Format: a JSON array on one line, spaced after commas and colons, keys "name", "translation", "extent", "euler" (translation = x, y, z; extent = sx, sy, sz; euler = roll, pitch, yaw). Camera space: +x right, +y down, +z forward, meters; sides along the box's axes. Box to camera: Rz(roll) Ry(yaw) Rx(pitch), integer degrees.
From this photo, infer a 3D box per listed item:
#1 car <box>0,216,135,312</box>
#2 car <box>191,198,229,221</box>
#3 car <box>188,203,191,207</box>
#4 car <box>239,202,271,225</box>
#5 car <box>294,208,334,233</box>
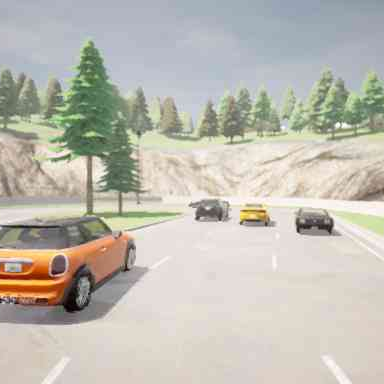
[{"name": "car", "translation": [-2.866, 1.331, 7.907], "extent": [2.097, 1.767, 4.553], "euler": [0, 0, 6]}, {"name": "car", "translation": [1.712, 1.285, 26.917], "extent": [2.097, 1.767, 4.553], "euler": [0, 0, 14]}, {"name": "car", "translation": [1.971, 1.445, 41.231], "extent": [5.357, 1.411, 2.033], "euler": [0, 0, 41]}, {"name": "car", "translation": [4.533, 1.420, 23.699], "extent": [1.882, 1.535, 5.008], "euler": [0, 0, 15]}, {"name": "car", "translation": [6.917, 1.554, 19.257], "extent": [1.895, 1.301, 4.718], "euler": [0, 0, 16]}]
